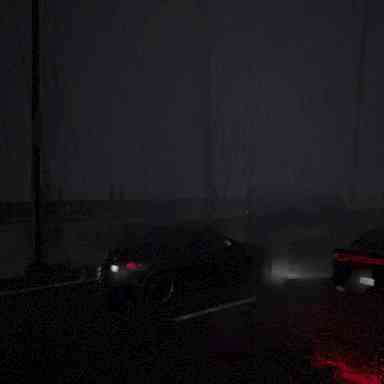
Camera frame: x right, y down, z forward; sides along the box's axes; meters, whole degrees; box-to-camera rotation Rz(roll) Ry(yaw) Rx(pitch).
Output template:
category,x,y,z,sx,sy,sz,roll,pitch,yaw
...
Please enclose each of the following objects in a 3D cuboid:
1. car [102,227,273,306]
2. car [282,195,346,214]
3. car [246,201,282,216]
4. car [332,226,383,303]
category,x,y,z,sx,sy,sz,roll,pitch,yaw
car,0.019,1.548,8.060,4.181,1.385,1.994,0,0,-36
car,8.696,0.902,22.973,4.553,1.767,2.097,0,0,-36
car,6.208,1.461,25.503,4.674,1.442,1.812,0,0,-35
car,5.171,1.450,7.436,5.008,1.535,1.882,0,0,-36
